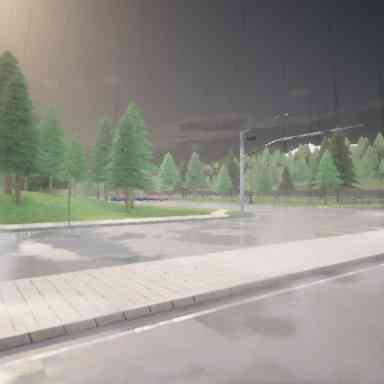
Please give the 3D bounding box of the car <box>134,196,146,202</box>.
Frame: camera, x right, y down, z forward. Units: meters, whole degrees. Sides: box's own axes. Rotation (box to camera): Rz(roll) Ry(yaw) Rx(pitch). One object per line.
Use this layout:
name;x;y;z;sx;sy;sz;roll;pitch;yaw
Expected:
car;-12.643;1.477;72.321;2.033;1.411;5.357;0;0;-35

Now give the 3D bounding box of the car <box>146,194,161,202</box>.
car;-9.777;1.477;74.330;2.033;1.411;5.357;0;0;-35

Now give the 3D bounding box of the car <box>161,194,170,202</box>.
car;-6.928;1.292;76.363;2.097;1.767;4.553;0;0;-35

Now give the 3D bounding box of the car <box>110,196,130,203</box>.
car;-15.509;1.476;70.312;2.033;1.411;5.357;0;0;-35
